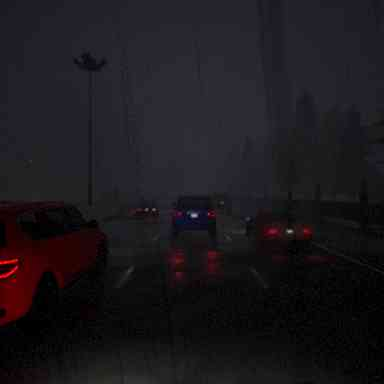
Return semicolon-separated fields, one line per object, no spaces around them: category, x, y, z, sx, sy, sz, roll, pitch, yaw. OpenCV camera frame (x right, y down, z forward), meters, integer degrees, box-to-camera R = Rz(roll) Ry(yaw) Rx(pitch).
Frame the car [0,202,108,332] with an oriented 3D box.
car;-3.399;1.204;6.942;2.150;2.045;5.566;0;0;0

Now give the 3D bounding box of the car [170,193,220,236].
car;0.085;1.177;18.058;2.150;2.045;5.566;0;0;0

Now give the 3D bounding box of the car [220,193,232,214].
car;2.544;1.136;34.470;2.150;2.045;5.566;0;0;-7

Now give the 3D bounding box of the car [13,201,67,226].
car;-10.767;1.445;23.947;1.837;1.490;4.892;0;0;-3

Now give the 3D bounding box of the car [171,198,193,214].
car;-1.132;1.417;35.335;1.837;1.490;4.892;0;0;-8

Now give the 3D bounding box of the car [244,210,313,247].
car;3.597;1.511;14.761;2.033;1.411;5.357;0;0;0

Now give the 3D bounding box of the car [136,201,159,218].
car;-3.924;1.475;29.543;2.033;1.411;5.357;0;0;-5

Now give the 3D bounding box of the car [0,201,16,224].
car;-14.222;1.435;22.562;2.128;1.511;4.902;0;0;-2
